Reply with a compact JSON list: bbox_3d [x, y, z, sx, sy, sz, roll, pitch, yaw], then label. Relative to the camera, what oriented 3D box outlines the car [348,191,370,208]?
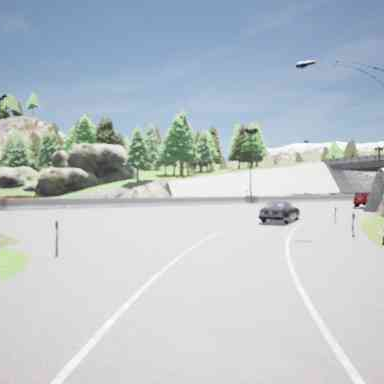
[{"bbox_3d":[22.697,0.949,42.256,5.566,2.045,2.150,0,0,-36],"label":"car"}]

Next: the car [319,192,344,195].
[{"bbox_3d":[30.830,1.042,73.405,4.181,1.385,1.994,0,1,-34],"label":"car"}]

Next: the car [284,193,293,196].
[{"bbox_3d":[24.692,0.912,81.929,4.902,1.511,2.128,0,1,-34],"label":"car"}]

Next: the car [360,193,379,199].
[{"bbox_3d":[43.946,0.993,82.273,4.902,1.511,2.128,0,1,-34],"label":"car"}]

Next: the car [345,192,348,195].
[{"bbox_3d":[41.986,0.987,85.173,4.181,1.385,1.994,0,1,-34],"label":"car"}]

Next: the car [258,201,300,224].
[{"bbox_3d":[6.199,1.369,23.296,2.033,1.411,5.357,1,0,29],"label":"car"}]

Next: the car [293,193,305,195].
[{"bbox_3d":[26.909,0.945,79.203,4.674,1.442,1.812,0,1,-34],"label":"car"}]

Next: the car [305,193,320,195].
[{"bbox_3d":[28.869,0.980,76.304,4.902,1.511,2.128,0,1,-34],"label":"car"}]
